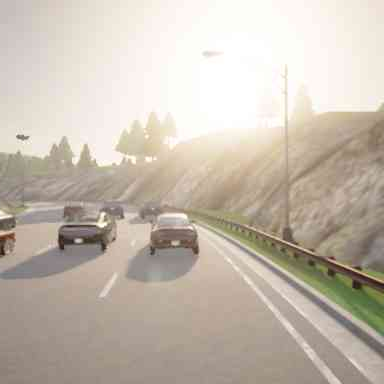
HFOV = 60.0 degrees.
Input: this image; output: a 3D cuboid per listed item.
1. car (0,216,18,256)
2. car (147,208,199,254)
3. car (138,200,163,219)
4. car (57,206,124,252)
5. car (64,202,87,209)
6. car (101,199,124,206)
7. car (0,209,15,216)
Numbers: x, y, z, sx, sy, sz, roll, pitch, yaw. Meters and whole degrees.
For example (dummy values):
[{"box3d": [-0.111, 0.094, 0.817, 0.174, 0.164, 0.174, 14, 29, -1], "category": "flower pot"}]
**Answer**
[{"box3d": [-7.478, 1.689, 10.600, 1.895, 1.301, 4.718, 0, 0, -5], "category": "car"}, {"box3d": [-0.796, 1.597, 13.757, 1.812, 1.442, 4.674, 0, 0, -6], "category": "car"}, {"box3d": [-3.953, 1.525, 31.574, 2.097, 1.767, 4.553, 0, 0, -14], "category": "car"}, {"box3d": [-4.390, 1.583, 14.510, 2.128, 1.511, 4.902, 0, 0, -6], "category": "car"}, {"box3d": [-11.415, 1.691, 32.644, 1.882, 1.535, 5.008, 0, 0, -15], "category": "car"}, {"box3d": [-7.668, 1.545, 32.039, 2.097, 1.767, 4.553, 0, 0, -14], "category": "car"}, {"box3d": [-12.325, 1.723, 20.475, 1.994, 1.385, 4.181, 0, 0, -10], "category": "car"}]
